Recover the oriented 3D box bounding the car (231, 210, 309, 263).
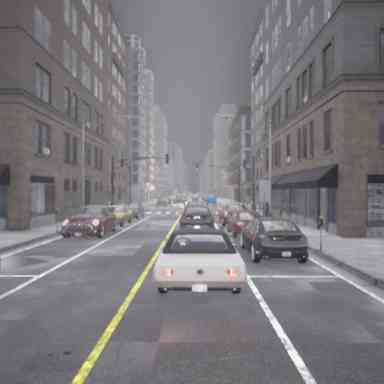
[{"bbox_3d":[2.740,1.546,11.724,2.008,1.369,4.403,0,0,1],"label":"car"}]

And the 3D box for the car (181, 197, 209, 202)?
[{"bbox_3d":[0.274,1.493,28.803,1.837,1.490,4.892,0,0,1],"label":"car"}]

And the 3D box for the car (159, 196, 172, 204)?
[{"bbox_3d":[-4.792,1.516,61.113,1.887,1.381,4.507,0,0,1],"label":"car"}]

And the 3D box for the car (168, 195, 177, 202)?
[{"bbox_3d":[-4.623,1.485,77.988,1.752,1.417,4.829,0,0,1],"label":"car"}]

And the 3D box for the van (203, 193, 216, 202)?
[{"bbox_3d":[3.176,1.315,55.360,1.690,1.788,3.998,0,0,1],"label":"van"}]

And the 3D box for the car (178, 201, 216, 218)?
[{"bbox_3d":[0.278,1.497,18.858,1.837,1.490,4.892,0,0,1],"label":"car"}]

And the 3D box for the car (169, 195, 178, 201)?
[{"bbox_3d":[-4.564,1.518,83.840,1.947,1.339,4.313,0,0,1],"label":"car"}]

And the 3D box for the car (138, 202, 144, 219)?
[{"bbox_3d":[-5.119,1.538,28.352,2.008,1.369,4.403,0,0,1],"label":"car"}]

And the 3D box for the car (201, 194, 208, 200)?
[{"bbox_3d":[3.574,1.379,95.127,1.967,1.590,4.097,0,0,1],"label":"car"}]

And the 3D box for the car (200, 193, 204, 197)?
[{"bbox_3d":[3.404,1.541,78.084,1.802,1.307,4.206,0,0,1],"label":"car"}]

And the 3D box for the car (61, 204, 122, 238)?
[{"bbox_3d":[-5.229,1.433,17.316,1.967,1.590,4.097,0,0,1],"label":"car"}]

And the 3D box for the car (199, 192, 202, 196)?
[{"bbox_3d":[3.460,1.267,83.765,2.192,1.841,5.009,0,0,1],"label":"car"}]

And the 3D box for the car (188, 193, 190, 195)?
[{"bbox_3d":[-2.014,1.502,75.119,2.033,1.411,5.357,0,0,1],"label":"car"}]

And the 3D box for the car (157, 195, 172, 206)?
[{"bbox_3d":[-4.849,1.525,55.432,2.008,1.369,4.403,0,0,1],"label":"car"}]

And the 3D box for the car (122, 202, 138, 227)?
[{"bbox_3d":[-5.176,1.515,22.663,1.752,1.417,4.829,0,0,1],"label":"car"}]

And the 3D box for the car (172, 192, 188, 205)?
[{"bbox_3d":[-2.240,1.324,59.686,2.097,1.767,4.553,0,0,1],"label":"car"}]

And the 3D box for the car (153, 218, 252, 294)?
[{"bbox_3d":[0.177,1.597,8.745,1.895,1.301,4.718,0,0,1],"label":"car"}]

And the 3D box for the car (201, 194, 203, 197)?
[{"bbox_3d":[3.290,1.550,66.722,1.802,1.307,4.206,0,0,1],"label":"car"}]

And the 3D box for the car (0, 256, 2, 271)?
[{"bbox_3d":[-5.339,1.579,6.279,1.802,1.307,4.206,0,0,1],"label":"car"}]

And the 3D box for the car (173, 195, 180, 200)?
[{"bbox_3d":[-4.451,1.505,95.203,1.947,1.339,4.313,0,0,1],"label":"car"}]

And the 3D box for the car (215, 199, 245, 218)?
[{"bbox_3d":[2.851,1.430,22.762,1.967,1.590,4.097,0,0,1],"label":"car"}]

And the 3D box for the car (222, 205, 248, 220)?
[{"bbox_3d":[2.796,1.574,17.243,1.802,1.307,4.206,0,0,1],"label":"car"}]

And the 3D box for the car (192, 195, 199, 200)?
[{"bbox_3d":[0.940,1.476,95.546,1.895,1.301,4.718,0,0,1],"label":"car"}]

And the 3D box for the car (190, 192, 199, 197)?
[{"bbox_3d":[0.836,1.482,85.098,2.033,1.411,5.357,0,0,1],"label":"car"}]
